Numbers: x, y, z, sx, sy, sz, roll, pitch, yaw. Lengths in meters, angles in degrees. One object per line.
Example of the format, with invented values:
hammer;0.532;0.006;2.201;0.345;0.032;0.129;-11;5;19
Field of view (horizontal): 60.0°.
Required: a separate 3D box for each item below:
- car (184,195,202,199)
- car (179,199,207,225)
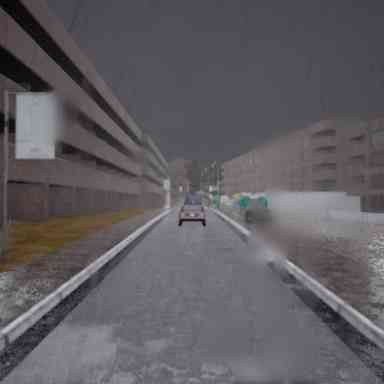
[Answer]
car;0.111;1.387;42.802;2.150;2.045;5.566;0;-1;0
car;0.035;1.465;23.057;2.033;1.411;5.357;0;0;0
